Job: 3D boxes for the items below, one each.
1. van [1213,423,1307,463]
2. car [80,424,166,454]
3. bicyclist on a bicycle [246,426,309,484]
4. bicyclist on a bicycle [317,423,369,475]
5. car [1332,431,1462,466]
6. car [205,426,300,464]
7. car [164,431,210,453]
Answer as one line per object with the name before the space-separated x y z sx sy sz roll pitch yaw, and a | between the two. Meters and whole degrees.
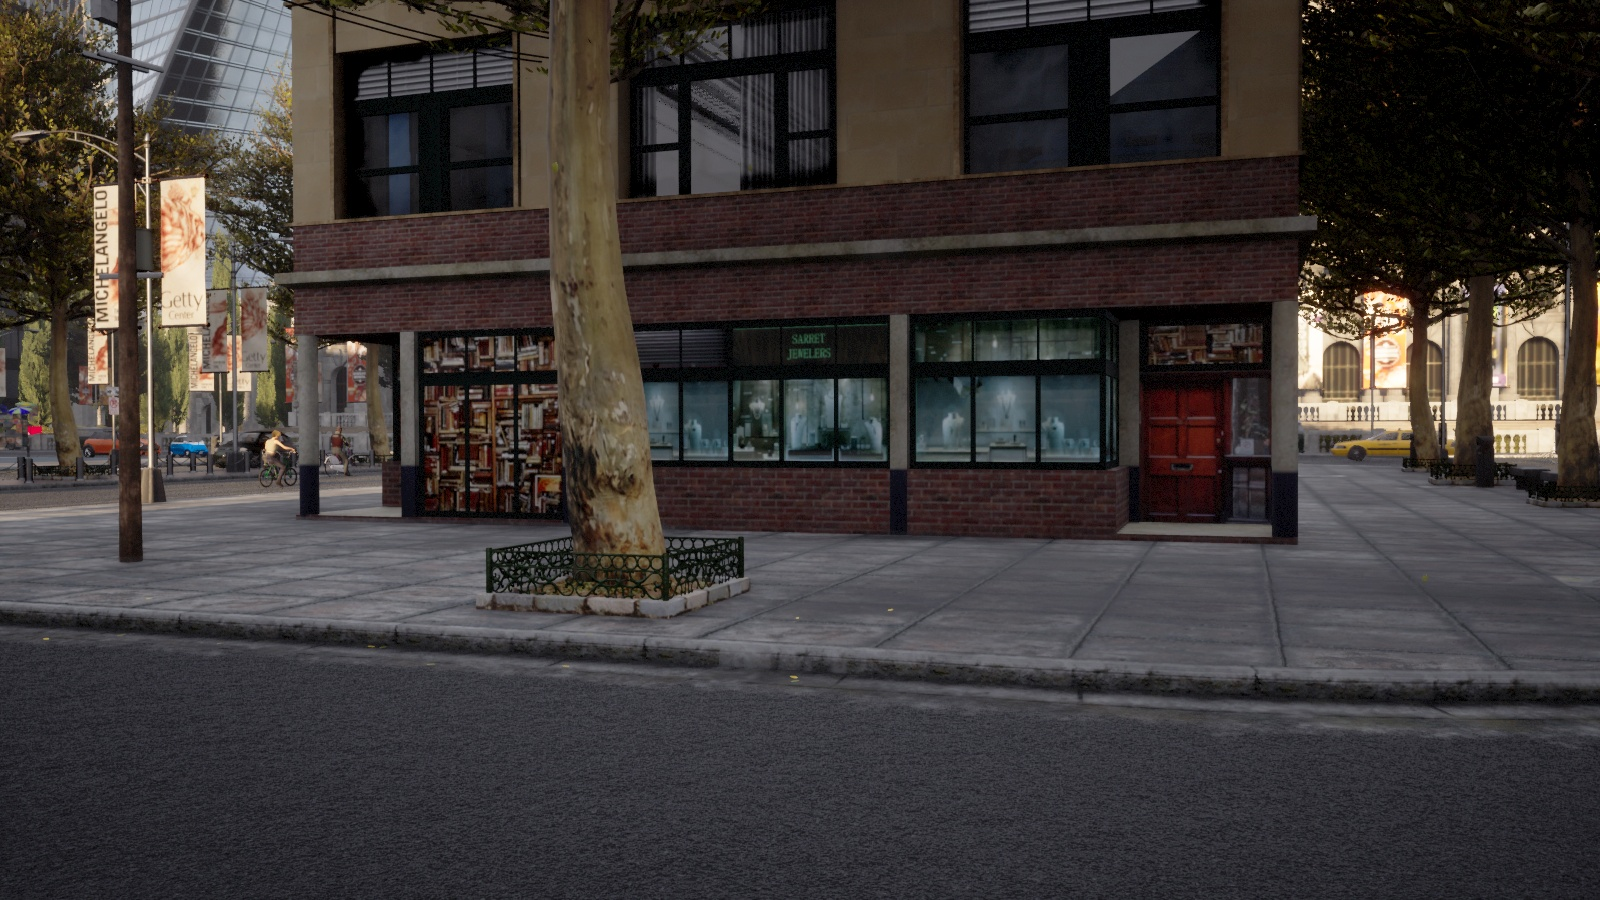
van | 23.497 -0.361 64.297 4.442 1.987 1.775 1 1 20
car | -41.183 -0.692 76.372 4.553 1.767 2.097 1 1 19
bicyclist on a bicycle | -14.920 0.132 35.906 0.866 1.612 1.509 1 1 20
bicyclist on a bicycle | -15.905 -0.063 43.725 0.659 1.776 1.843 1 1 20
car | 27.952 -0.074 58.974 5.366 1.575 1.801 1 1 20
car | -24.073 -0.252 55.341 1.851 1.617 3.988 0 1 12
car | -38.622 -0.531 79.176 2.207 1.376 1.481 0 1 20
